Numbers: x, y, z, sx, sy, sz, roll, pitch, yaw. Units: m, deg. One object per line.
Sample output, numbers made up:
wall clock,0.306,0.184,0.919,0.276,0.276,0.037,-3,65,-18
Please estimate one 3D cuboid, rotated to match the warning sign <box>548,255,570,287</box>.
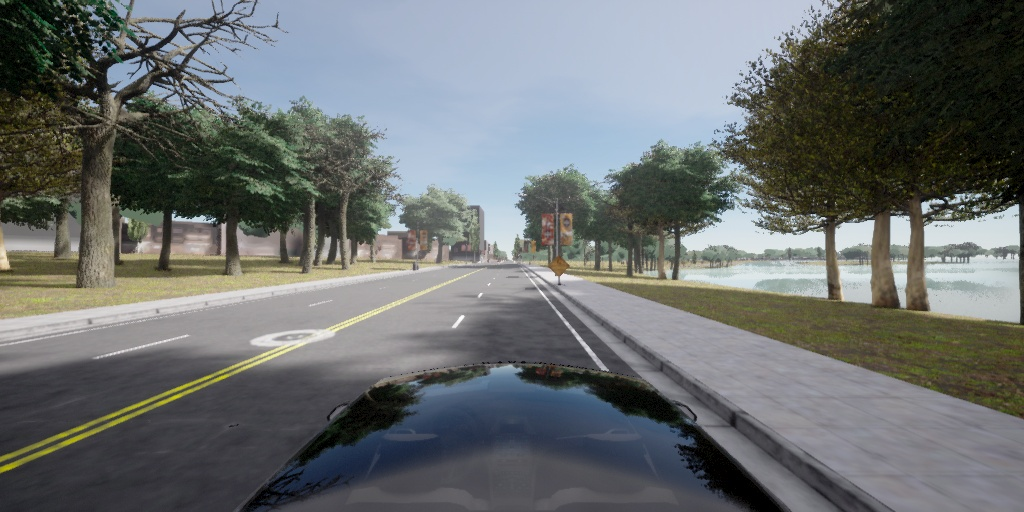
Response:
warning sign,2.850,0.883,21.572,1.300,1.860,1.060,0,0,0
